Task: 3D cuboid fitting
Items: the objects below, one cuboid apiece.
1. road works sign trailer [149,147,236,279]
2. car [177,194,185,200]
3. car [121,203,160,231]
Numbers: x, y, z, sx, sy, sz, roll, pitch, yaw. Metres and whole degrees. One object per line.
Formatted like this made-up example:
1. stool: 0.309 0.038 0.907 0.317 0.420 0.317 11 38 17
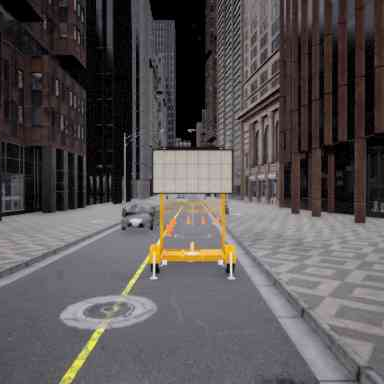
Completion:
1. road works sign trailer: 0.019 0.457 9.962 2.380 3.560 2.880 0 0 0
2. car: -2.828 1.170 85.785 2.128 1.511 4.902 0 0 0
3. car: -3.057 1.466 20.433 2.128 1.511 4.902 0 0 0
